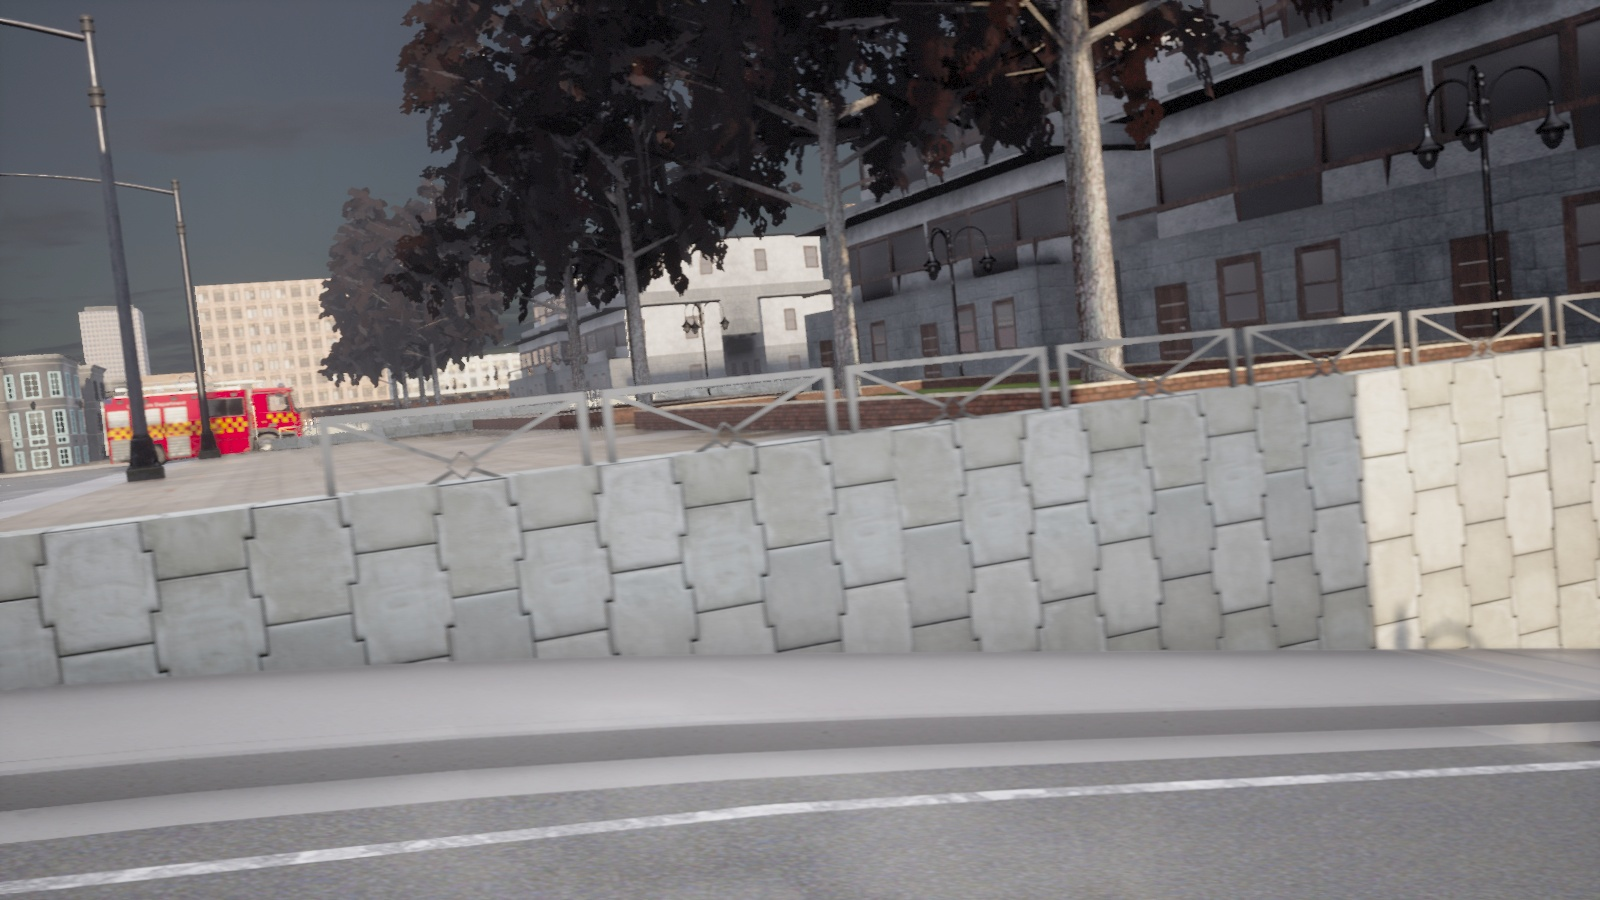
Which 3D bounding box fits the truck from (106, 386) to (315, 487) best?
[{"bbox_3d":[-27.908,-0.714,59.968,8.468,3.827,2.891,-7,4,-22],"label":"truck"}]
